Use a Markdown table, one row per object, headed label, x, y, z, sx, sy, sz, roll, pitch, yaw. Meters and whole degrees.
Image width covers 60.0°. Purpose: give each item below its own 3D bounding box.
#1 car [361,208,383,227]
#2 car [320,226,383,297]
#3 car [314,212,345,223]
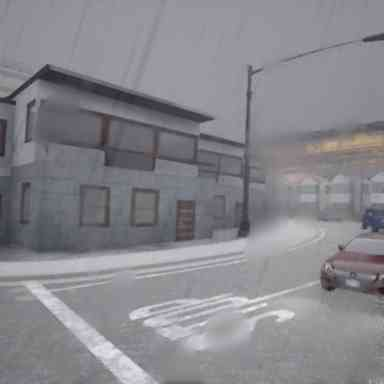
| label | x | y | z | sx | sy | sz | roll | pitch | yaw |
| --- | --- | --- | --- | --- | --- | --- | --- | --- | --- |
| car | 16.239 | 2.384 | 28.488 | 2.150 | 2.045 | 5.566 | 2 | -2 | 13 |
| car | 5.265 | 1.912 | 9.274 | 1.812 | 1.442 | 4.674 | 0 | -2 | 44 |
| car | 20.288 | 3.748 | 49.344 | 2.033 | 1.411 | 5.357 | 3 | -3 | -12 |
